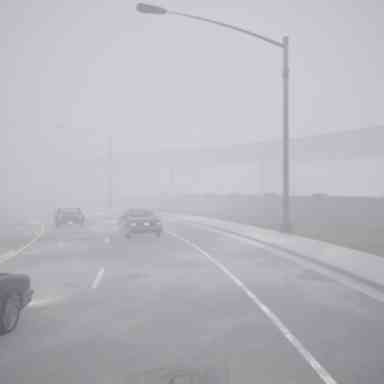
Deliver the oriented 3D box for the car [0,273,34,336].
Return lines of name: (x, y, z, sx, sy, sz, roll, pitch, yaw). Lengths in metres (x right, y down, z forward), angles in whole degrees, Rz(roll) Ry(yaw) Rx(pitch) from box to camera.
car: (-3.681, 1.578, 3.662, 2.033, 1.411, 5.357, 0, 0, -4)

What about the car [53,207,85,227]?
car: (-8.914, 1.728, 23.884, 1.895, 1.301, 4.718, -1, 0, -24)

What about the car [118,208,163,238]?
car: (-2.952, 1.596, 18.278, 2.033, 1.411, 5.357, -1, 0, -18)
